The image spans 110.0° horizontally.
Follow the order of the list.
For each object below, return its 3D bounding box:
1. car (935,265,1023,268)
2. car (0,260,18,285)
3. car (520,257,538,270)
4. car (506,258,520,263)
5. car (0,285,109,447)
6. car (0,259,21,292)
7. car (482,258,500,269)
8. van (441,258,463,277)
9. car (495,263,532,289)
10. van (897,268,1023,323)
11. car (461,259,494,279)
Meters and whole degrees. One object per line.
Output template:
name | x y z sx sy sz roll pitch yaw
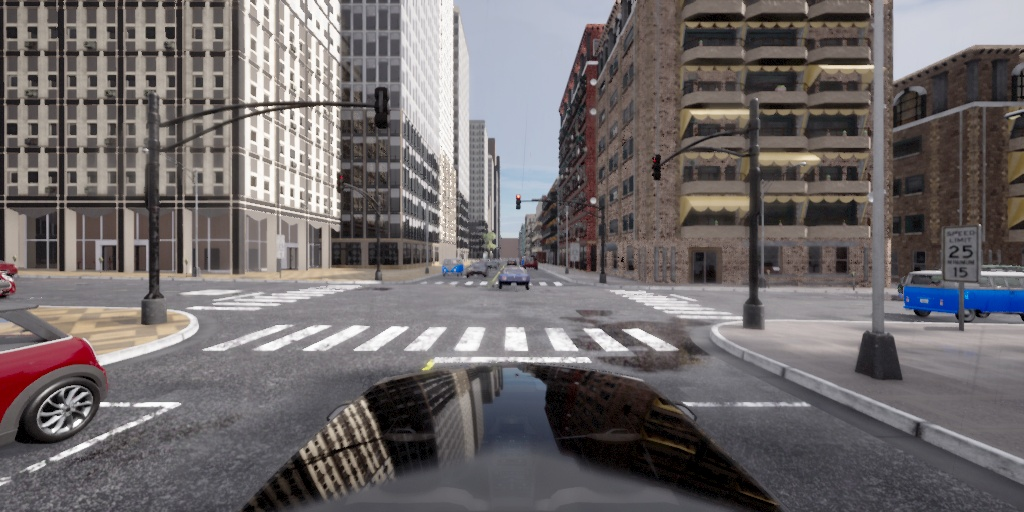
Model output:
car | 24.017 1.455 19.044 5.566 2.045 2.150 1 0 0
car | -21.154 0.814 13.128 4.097 1.591 1.967 0 0 0
car | 2.661 1.060 51.502 2.192 1.841 5.009 0 0 0
car | -0.034 1.253 63.926 1.837 1.490 4.892 0 0 0
car | -5.691 1.189 2.369 1.967 1.591 4.097 0 0 0
car | -25.092 0.819 15.705 4.674 1.442 1.812 1 0 0
car | -3.115 1.309 51.542 1.994 1.385 4.181 0 0 0
van | -5.710 1.084 34.843 1.690 1.789 3.998 0 0 0
car | 0.120 1.359 23.482 1.895 1.301 4.718 1 0 0
van | 16.905 1.448 13.099 3.998 1.789 1.690 0 0 0
car | -3.119 1.290 33.266 2.033 1.411 5.357 0 0 0
